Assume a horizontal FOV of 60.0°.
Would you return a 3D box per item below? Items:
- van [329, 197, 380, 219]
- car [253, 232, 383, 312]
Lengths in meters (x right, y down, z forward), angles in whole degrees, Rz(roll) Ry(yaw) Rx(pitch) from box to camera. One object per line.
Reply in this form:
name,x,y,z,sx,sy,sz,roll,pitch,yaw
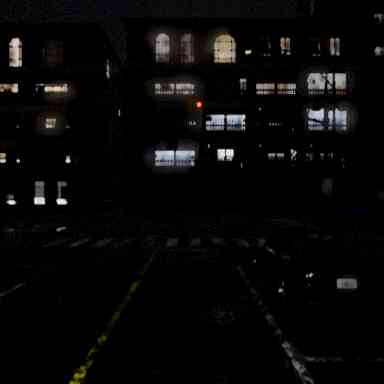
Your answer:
van,13.099,1.254,27.174,3.998,1.788,1.690,0,0,0
car,2.578,1.555,7.607,1.947,1.339,4.313,1,0,0
